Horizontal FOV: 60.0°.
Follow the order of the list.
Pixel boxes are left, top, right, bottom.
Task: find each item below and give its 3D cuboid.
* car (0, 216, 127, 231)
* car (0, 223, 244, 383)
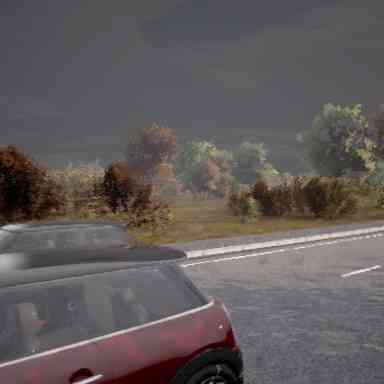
[{"bbox_3d":[-3.027,1.353,6.141,4.553,1.767,2.097,0,0,-36],"label":"car"},{"bbox_3d":[-1.757,1.352,2.746,4.553,1.767,2.097,0,0,-36],"label":"car"}]
